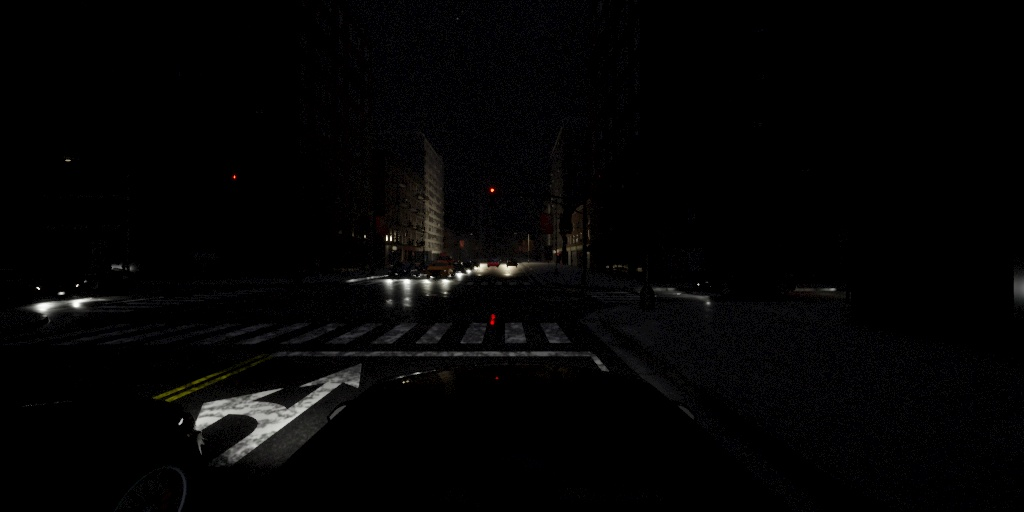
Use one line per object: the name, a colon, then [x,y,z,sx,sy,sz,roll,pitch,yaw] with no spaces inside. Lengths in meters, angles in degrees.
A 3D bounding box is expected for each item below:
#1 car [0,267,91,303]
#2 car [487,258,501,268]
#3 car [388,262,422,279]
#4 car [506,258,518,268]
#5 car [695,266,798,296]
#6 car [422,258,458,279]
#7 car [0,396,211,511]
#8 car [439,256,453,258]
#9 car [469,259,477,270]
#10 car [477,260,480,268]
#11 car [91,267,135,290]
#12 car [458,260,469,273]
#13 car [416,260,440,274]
car: [-22.901,1.291,16.125,5.357,1.411,2.033,0,0,0]
car: [-3.268,1.341,62.641,1.895,1.301,4.718,0,0,0]
car: [-9.857,1.274,32.909,1.812,1.442,4.674,0,0,0]
car: [-0.018,1.245,62.195,1.837,1.490,4.892,0,0,0]
car: [12.452,1.294,19.242,4.892,1.490,1.837,0,0,2]
car: [-6.607,1.226,33.272,1.882,1.535,5.008,0,0,0]
car: [-3.244,1.276,0.782,1.812,1.442,4.674,0,0,0]
car: [-9.858,0.964,53.260,2.150,2.045,5.566,0,0,0]
car: [-6.606,1.307,51.696,1.994,1.385,4.181,0,0,0]
car: [-6.573,1.287,62.066,2.033,1.411,5.357,0,0,0]
car: [-25.380,1.330,21.622,4.313,1.339,1.948,0,0,0]
car: [-6.612,1.310,42.677,1.994,1.385,4.181,0,0,0]
car: [-9.858,1.272,42.491,1.812,1.442,4.674,0,0,0]
